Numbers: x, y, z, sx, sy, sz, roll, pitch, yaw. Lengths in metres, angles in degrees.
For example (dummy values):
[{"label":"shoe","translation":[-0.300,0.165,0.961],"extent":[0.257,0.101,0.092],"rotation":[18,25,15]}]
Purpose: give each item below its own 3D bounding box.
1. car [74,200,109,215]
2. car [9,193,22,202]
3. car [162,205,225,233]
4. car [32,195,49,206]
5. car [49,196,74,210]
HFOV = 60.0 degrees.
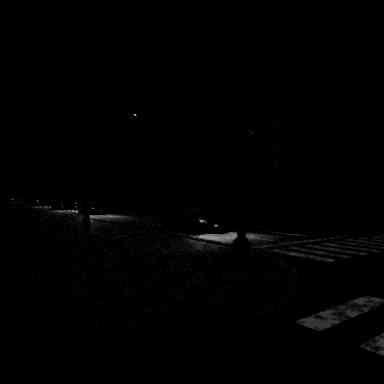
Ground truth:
[{"label":"car","translation":[-9.796,1.497,32.916],"extent":[1.812,1.442,4.674],"rotation":[1,0,-36]},{"label":"car","translation":[-39.467,1.217,74.282],"extent":[2.150,2.045,5.566],"rotation":[1,-1,-36]},{"label":"car","translation":[-0.079,1.489,19.374],"extent":[1.812,1.442,4.674],"rotation":[1,0,-36]},{"label":"car","translation":[-23.691,1.320,52.288],"extent":[2.097,1.767,4.553],"rotation":[1,-1,-36]},{"label":"car","translation":[-15.815,1.307,41.313],"extent":[2.097,1.767,4.553],"rotation":[1,-1,-36]}]
